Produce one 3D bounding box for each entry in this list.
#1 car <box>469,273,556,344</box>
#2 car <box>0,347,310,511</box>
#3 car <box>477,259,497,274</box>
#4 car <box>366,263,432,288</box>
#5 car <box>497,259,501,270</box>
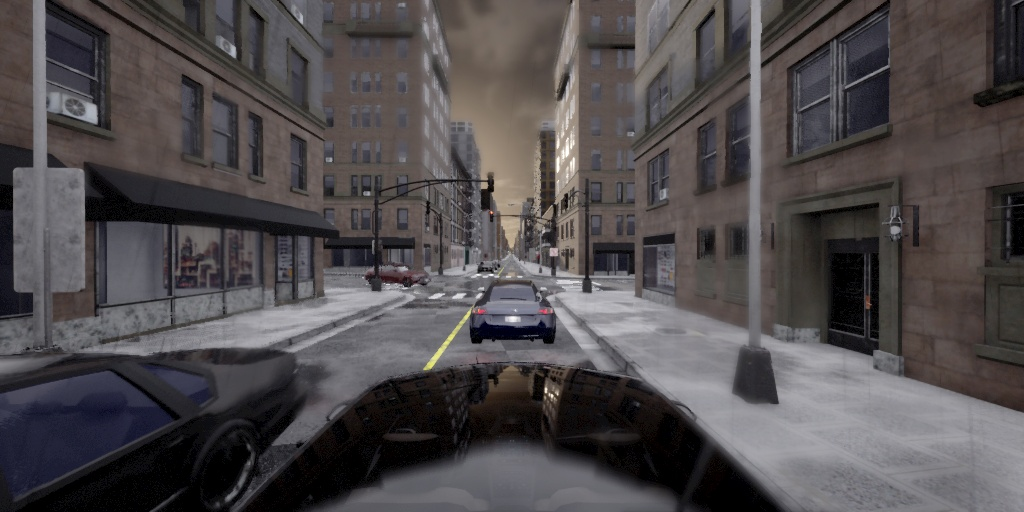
[{"bbox_3d":[0.013,1.315,9.627,1.994,1.385,4.181,0,0,0],"label":"car"},{"bbox_3d":[-3.085,1.297,1.464,2.033,1.411,5.357,0,0,0],"label":"car"},{"bbox_3d":[-3.083,1.307,43.070,1.837,1.490,4.892,0,0,0],"label":"car"},{"bbox_3d":[-7.429,1.226,23.422,4.674,1.442,1.812,1,0,25],"label":"car"},{"bbox_3d":[-3.081,1.369,52.892,2.033,1.411,5.357,0,0,0],"label":"car"}]
